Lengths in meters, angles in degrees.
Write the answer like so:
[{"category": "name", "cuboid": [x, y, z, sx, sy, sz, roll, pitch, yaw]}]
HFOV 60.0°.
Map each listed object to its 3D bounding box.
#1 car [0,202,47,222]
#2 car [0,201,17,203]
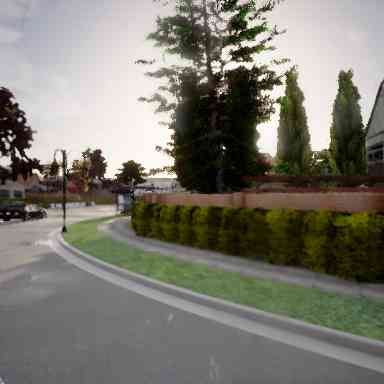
[{"category": "car", "cuboid": [-14.945, 1.868, 29.710, 2.033, 1.411, 5.357, 0, -1, 1]}, {"category": "car", "cuboid": [-18.417, 1.736, 33.263, 2.097, 1.767, 4.553, 0, -1, 3]}]
